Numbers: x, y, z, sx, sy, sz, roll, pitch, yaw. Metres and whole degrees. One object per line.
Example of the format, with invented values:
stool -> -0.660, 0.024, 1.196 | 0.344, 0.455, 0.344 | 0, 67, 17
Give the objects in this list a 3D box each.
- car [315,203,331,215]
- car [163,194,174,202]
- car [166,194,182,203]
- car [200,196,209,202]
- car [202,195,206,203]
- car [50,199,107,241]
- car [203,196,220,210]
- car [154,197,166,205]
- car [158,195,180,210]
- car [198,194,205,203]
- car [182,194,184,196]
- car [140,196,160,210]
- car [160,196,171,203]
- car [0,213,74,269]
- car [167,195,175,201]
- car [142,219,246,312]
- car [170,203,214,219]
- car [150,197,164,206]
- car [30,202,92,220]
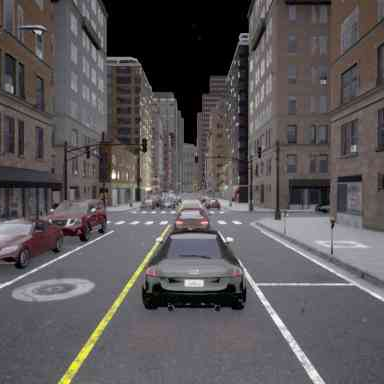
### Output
car -> 14.829, 1.431, 32.250 | 5.357, 1.411, 2.033 | 0, 1, 2
car -> -5.764, 1.399, 82.628 | 2.192, 1.841, 5.009 | -1, 0, 0
car -> -3.145, 1.525, 54.790 | 2.128, 1.511, 4.902 | 0, 0, 0
car -> 2.770, 1.616, 77.090 | 1.887, 1.381, 4.507 | -1, 0, 0
car -> 2.798, 1.550, 49.443 | 1.752, 1.417, 4.829 | -1, 0, 0
car -> -5.696, 1.315, 16.673 | 2.192, 1.841, 5.009 | -1, 0, 0
car -> 2.804, 1.600, 43.710 | 1.802, 1.307, 4.206 | -1, 0, 0
car -> -5.738, 1.566, 60.198 | 1.752, 1.417, 4.829 | -1, 0, 0
car -> -3.143, 1.511, 44.373 | 2.128, 1.511, 4.902 | 0, 0, 0
car -> 2.782, 1.595, 65.962 | 1.887, 1.381, 4.507 | -1, 0, 0
car -> -3.081, 1.580, 68.108 | 1.812, 1.442, 4.674 | 0, 0, 0
car -> -5.721, 1.600, 43.673 | 1.802, 1.307, 4.206 | -1, 0, 0
car -> -5.750, 1.611, 71.497 | 2.008, 1.369, 4.403 | -1, 0, 0
car -> -5.687, 1.581, 11.091 | 1.802, 1.307, 4.206 | -1, 0, 0
car -> -5.773, 1.546, 93.758 | 1.967, 1.590, 4.097 | -1, 0, 0
car -> 0.058, 1.563, 7.820 | 1.994, 1.385, 4.181 | 0, 0, 1
car -> 0.003, 1.526, 16.957 | 1.812, 1.442, 4.674 | 0, 0, 0
car -> -5.733, 1.577, 54.803 | 1.887, 1.381, 4.507 | -1, 0, 0
car -> -11.225, 1.603, 28.713 | 4.674, 1.442, 1.812 | 0, 1, 5
